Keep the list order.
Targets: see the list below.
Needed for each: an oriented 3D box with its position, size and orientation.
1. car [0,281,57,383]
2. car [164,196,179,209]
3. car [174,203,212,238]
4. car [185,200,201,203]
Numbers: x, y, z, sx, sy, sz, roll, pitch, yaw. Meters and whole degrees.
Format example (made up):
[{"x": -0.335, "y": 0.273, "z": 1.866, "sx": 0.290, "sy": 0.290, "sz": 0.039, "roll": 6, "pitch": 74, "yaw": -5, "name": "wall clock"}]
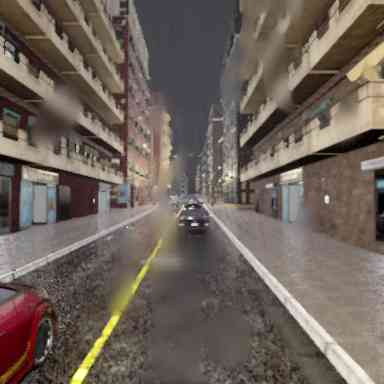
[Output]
[{"x": -2.848, "y": 1.566, "z": 2.901, "sx": 1.994, "sy": 1.385, "sz": 4.181, "roll": 0, "pitch": 0, "yaw": 0, "name": "car"}, {"x": -2.735, "y": 1.327, "z": 44.637, "sx": 2.128, "sy": 1.511, "sz": 4.902, "roll": 0, "pitch": 0, "yaw": 0, "name": "car"}, {"x": 0.107, "y": 1.553, "z": 17.860, "sx": 2.033, "sy": 1.411, "sz": 5.357, "roll": 0, "pitch": 0, "yaw": 0, "name": "car"}, {"x": 0.113, "y": 1.564, "z": 38.410, "sx": 1.994, "sy": 1.385, "sz": 4.181, "roll": 0, "pitch": 0, "yaw": 0, "name": "car"}]
